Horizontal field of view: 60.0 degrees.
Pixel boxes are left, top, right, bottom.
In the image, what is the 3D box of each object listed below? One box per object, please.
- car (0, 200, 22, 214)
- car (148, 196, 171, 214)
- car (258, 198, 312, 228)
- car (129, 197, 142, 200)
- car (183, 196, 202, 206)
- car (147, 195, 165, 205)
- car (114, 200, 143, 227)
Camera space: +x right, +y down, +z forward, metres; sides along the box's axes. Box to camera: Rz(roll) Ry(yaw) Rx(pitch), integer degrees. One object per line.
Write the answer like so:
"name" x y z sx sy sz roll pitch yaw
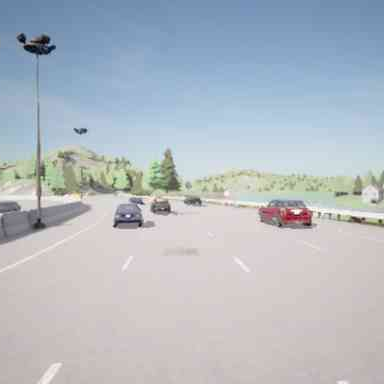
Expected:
"car" -17.112 1.569 30.570 1.837 1.490 4.892 -1 1 -11
"car" -3.419 1.413 35.138 2.128 1.511 4.902 0 0 -13
"car" 5.845 1.228 21.535 2.097 1.767 4.553 -1 0 -7
"car" -9.863 1.475 57.784 1.994 1.385 4.181 0 0 -21
"car" 0.029 1.347 50.183 1.837 1.490 4.892 1 0 -17
"car" -6.408 1.354 58.674 1.882 1.535 5.008 0 0 -21
"car" -4.394 1.517 22.858 2.033 1.411 5.357 0 0 -10
